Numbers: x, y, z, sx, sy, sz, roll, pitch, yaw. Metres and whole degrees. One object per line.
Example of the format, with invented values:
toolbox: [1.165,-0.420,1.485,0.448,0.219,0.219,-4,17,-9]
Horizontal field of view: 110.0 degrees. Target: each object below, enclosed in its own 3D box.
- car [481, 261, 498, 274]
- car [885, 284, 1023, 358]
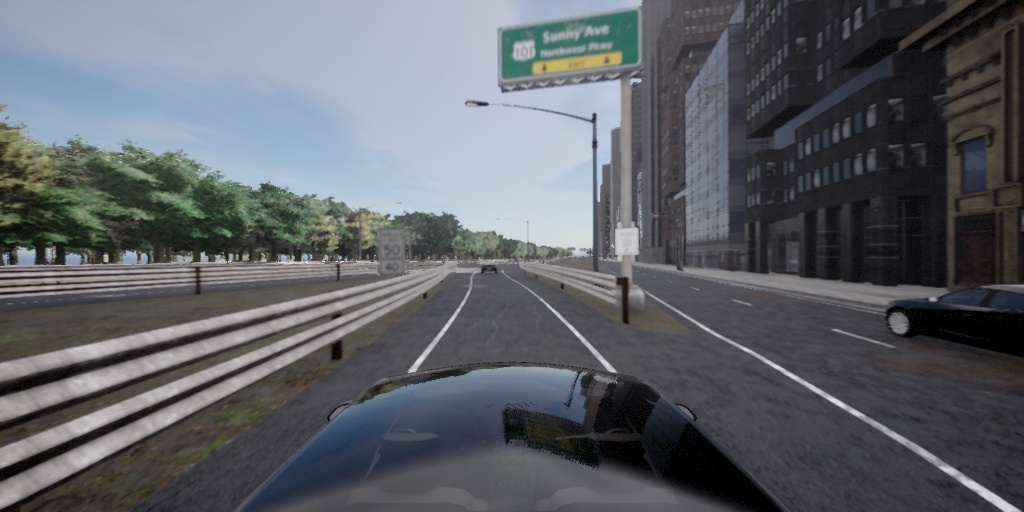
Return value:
car: [-2.747,1.330,43.969,1.882,1.535,5.008,0,0,-2]
car: [10.460,1.311,7.412,1.882,1.535,5.008,0,0,12]
